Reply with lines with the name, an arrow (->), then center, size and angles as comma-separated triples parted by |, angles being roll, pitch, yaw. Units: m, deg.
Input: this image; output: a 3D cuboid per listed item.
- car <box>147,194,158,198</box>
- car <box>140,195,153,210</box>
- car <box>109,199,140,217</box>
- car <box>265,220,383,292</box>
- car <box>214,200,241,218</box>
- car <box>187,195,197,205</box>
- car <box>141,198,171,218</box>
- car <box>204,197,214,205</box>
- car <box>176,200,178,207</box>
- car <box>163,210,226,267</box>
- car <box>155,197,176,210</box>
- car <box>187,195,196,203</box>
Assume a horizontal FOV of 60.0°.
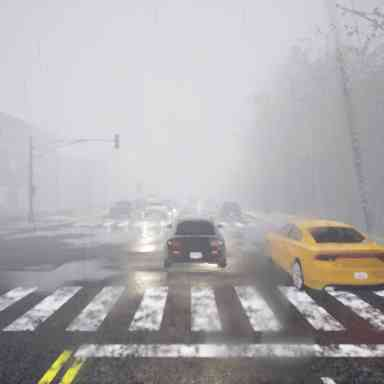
car -> -6.505, 1.339, 53.208 | 2.150, 2.045, 5.566 | 0, 0, 0
car -> -6.574, 1.573, 42.585 | 1.882, 1.535, 5.008 | 0, 0, 0
car -> -6.590, 1.551, 32.205 | 1.882, 1.535, 5.008 | 0, 0, 0
car -> 3.349, 1.499, 9.061 | 1.882, 1.535, 5.008 | 0, 0, 0
car -> 3.348, 1.574, 30.403 | 1.837, 1.490, 4.892 | 0, 0, 0
car -> -0.007, 1.737, 61.773 | 1.895, 1.301, 4.718 | 0, 0, 0
car -> -3.340, 1.597, 31.529 | 1.812, 1.442, 4.674 | 0, 0, 0
car -> 3.243, 1.682, 61.327 | 2.033, 1.411, 5.357 | 0, 0, 0
car -> -3.255, 1.715, 51.739 | 1.895, 1.301, 4.718 | 0, 0, 0
car -> 0.099, 1.553, 11.339 | 1.812, 1.442, 4.674 | 0, 0, 0
car -> -3.334, 1.619, 41.578 | 1.812, 1.442, 4.674 | 0, 0, 1
car -> -0.007, 1.466, 71.745 | 1.882, 1.535, 5.008 | 0, 0, 0
